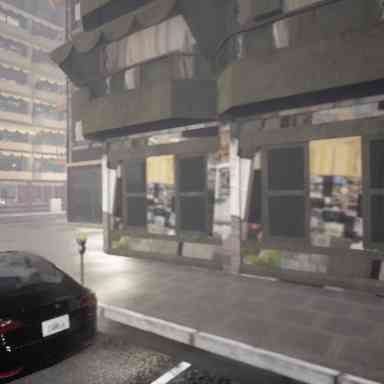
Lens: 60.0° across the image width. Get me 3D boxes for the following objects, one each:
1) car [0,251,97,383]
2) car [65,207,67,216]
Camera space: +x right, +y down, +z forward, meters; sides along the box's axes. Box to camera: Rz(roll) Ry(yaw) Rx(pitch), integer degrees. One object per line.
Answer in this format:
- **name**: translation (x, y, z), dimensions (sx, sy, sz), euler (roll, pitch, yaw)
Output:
- **car**: translation (-3.264, 1.584, 5.059), dimensions (4.313, 1.339, 1.947), euler (0, -1, 36)
- **car**: translation (-9.088, 1.600, 29.502), dimensions (1.947, 1.339, 4.313), euler (-1, -1, 36)
